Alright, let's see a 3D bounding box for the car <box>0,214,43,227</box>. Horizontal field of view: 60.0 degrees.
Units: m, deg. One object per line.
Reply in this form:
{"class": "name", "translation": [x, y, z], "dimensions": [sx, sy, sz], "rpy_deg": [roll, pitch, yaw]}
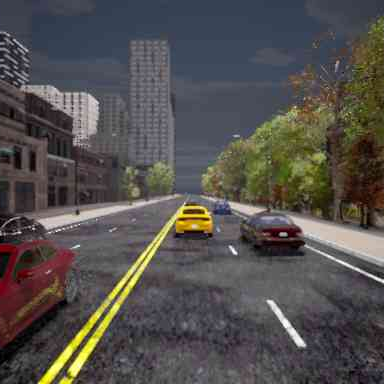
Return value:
{"class": "car", "translation": [-6.565, 1.553, 11.034], "dimensions": [1.837, 1.490, 4.892], "rpy_deg": [0, 0, 0]}

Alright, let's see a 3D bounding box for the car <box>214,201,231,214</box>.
{"class": "car", "translation": [3.346, 1.706, 37.862], "dimensions": [2.033, 1.411, 5.357], "rpy_deg": [0, 0, 0]}

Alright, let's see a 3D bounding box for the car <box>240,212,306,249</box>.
{"class": "car", "translation": [3.349, 1.610, 14.715], "dimensions": [2.033, 1.411, 5.357], "rpy_deg": [0, 0, 0]}

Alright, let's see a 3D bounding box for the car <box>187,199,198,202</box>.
{"class": "car", "translation": [0.094, 1.677, 44.451], "dimensions": [2.128, 1.511, 4.902], "rpy_deg": [0, 0, 0]}

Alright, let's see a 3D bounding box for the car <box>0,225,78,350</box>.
{"class": "car", "translation": [-3.338, 1.550, 5.456], "dimensions": [1.812, 1.442, 4.674], "rpy_deg": [0, 0, 0]}

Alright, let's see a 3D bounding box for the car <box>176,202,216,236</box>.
{"class": "car", "translation": [0.098, 1.558, 18.960], "dimensions": [1.882, 1.535, 5.008], "rpy_deg": [0, 0, 0]}
